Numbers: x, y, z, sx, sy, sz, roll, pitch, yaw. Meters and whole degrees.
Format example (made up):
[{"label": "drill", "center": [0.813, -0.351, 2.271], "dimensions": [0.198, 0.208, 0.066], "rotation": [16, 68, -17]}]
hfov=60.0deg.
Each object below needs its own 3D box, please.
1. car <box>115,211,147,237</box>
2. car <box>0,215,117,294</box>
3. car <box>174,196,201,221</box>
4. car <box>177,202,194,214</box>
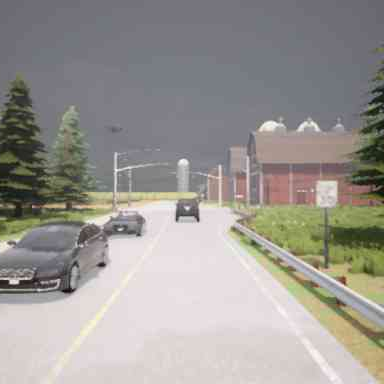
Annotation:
[{"label": "car", "center": [-3.759, 1.782, 19.294], "dimensions": [1.994, 1.385, 4.181], "rotation": [0, -1, -1]}, {"label": "car", "center": [-3.626, 1.607, 9.197], "dimensions": [1.837, 1.490, 4.892], "rotation": [0, -1, 0]}, {"label": "car", "center": [-0.431, 1.575, 30.712], "dimensions": [2.150, 2.045, 5.566], "rotation": [0, -1, -1]}, {"label": "car", "center": [-0.906, 2.050, 43.746], "dimensions": [2.033, 1.411, 5.357], "rotation": [0, -1, -2]}]
